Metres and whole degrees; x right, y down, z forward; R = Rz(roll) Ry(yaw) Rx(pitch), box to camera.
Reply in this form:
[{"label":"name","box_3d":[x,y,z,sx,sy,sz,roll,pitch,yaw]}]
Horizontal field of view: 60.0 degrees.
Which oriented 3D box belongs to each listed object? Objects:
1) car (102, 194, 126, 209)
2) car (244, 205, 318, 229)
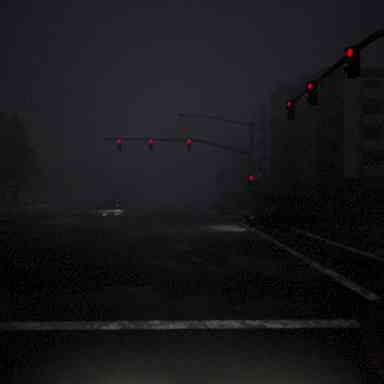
[{"label":"car","box_3d":[-10.525,1.258,45.300,2.150,2.045,5.566,0,0,0]},{"label":"car","box_3d":[5.696,1.542,21.440,4.674,1.442,1.812,0,0,-7]}]
